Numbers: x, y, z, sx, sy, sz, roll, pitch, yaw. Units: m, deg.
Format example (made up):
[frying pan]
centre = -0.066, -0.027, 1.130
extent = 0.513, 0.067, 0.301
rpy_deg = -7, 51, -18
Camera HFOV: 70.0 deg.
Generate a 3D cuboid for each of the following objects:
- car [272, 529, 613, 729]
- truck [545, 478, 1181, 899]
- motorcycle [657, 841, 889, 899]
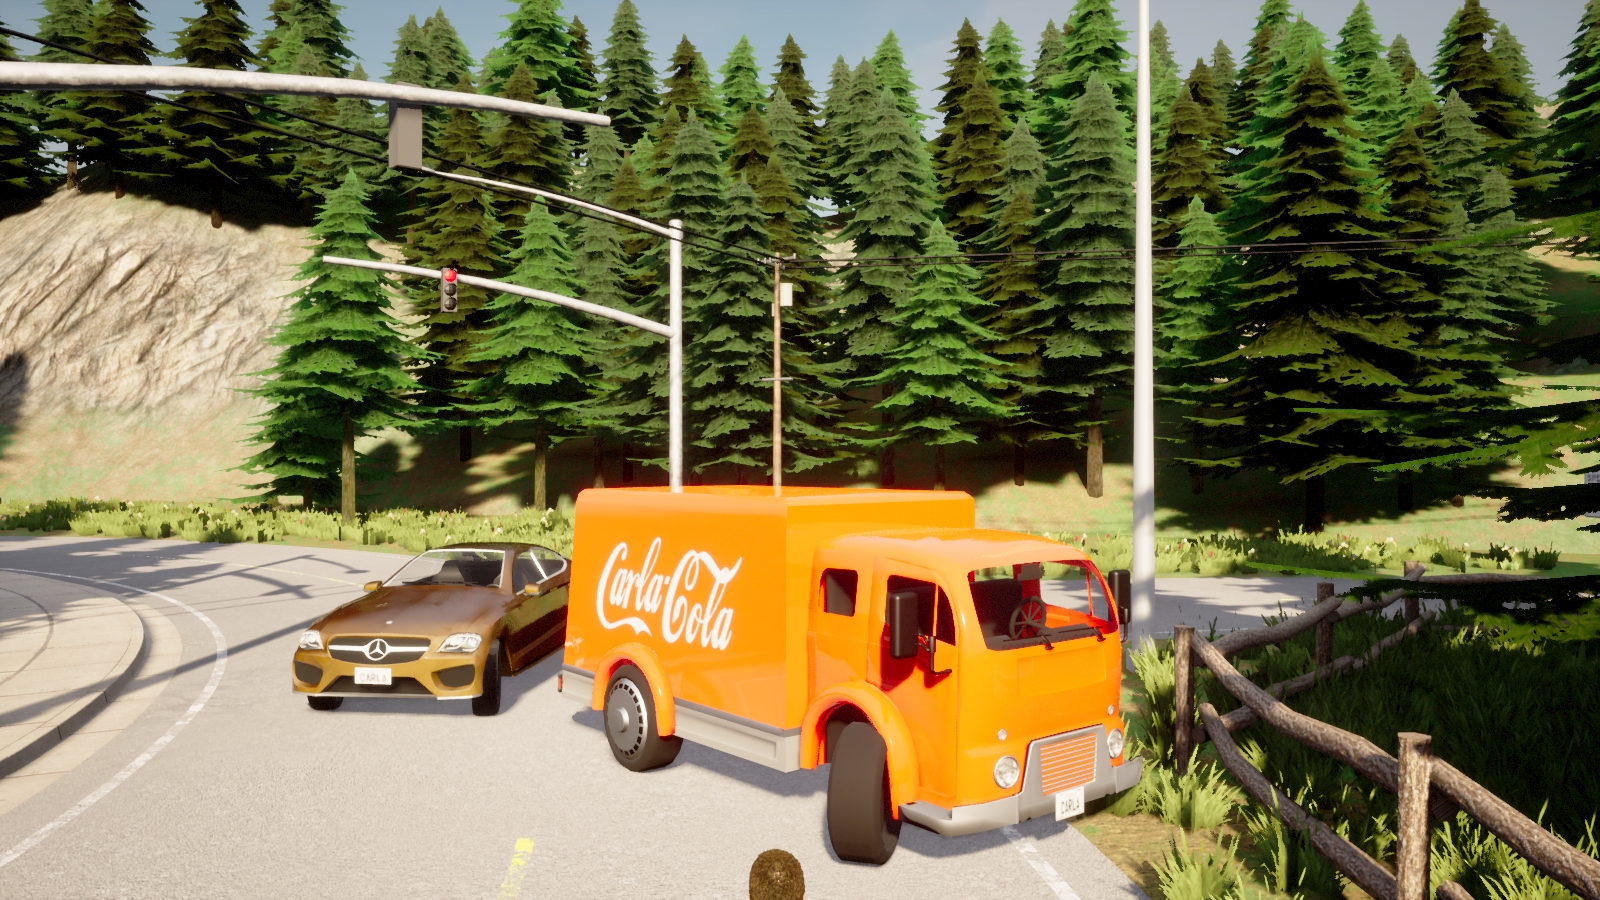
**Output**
[car]
centre = -4.038, 1.970, 14.038
extent = 2.152, 1.651, 5.027
rpy_deg = 0, 0, 6
[truck]
centre = 0.202, 1.542, 9.769
extent = 2.627, 2.467, 5.204
rpy_deg = 0, 0, -39
[motorcycle]
centre = -0.074, 2.159, 3.526
extent = 0.803, 1.199, 2.033
rpy_deg = 0, 0, -2
